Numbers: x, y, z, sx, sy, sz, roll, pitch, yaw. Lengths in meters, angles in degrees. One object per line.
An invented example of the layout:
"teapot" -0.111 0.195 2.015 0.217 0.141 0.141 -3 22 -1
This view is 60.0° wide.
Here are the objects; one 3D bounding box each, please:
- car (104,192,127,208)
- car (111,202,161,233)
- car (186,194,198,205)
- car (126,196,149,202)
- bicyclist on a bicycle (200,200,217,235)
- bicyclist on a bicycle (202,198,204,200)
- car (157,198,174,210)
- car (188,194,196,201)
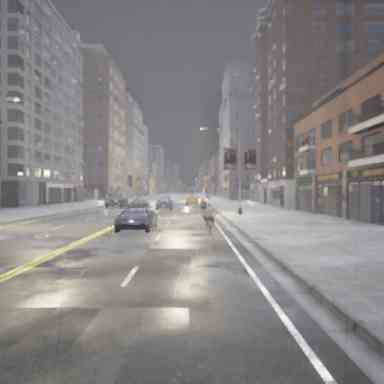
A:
"car" -9.816 1.051 43.584 2.150 2.045 5.566 0 0 0
"car" -3.152 1.487 19.263 1.994 1.385 4.181 0 0 0
"car" 0.016 1.264 54.725 1.882 1.535 5.008 0 1 0
"car" -6.574 1.400 41.770 1.994 1.385 4.181 0 0 0
"bicyclist on a bicycle" 0.900 1.368 17.158 0.866 1.612 1.509 0 0 0
"bicyclist on a bicycle" 0.891 1.346 26.832 0.582 1.620 1.656 0 0 0
"car" -3.151 1.372 39.081 1.812 1.442 4.674 0 0 0
"car" -0.003 1.205 77.131 1.837 1.490 4.892 0 0 0
